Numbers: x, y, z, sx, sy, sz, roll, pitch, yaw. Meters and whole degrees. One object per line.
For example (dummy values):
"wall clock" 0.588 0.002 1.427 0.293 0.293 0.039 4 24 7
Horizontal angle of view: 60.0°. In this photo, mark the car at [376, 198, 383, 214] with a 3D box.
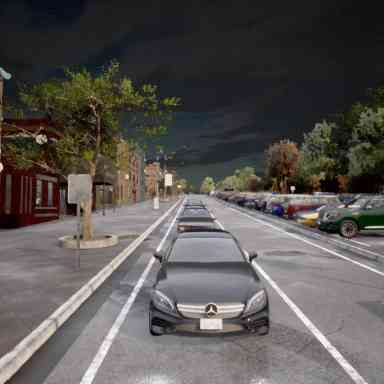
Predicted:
"car" 22.435 1.444 34.640 5.366 1.575 1.946 0 0 0

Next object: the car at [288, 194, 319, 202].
"car" 21.863 1.209 65.173 5.366 1.575 1.946 0 0 0

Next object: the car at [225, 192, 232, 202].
"car" 8.987 1.279 61.886 4.674 1.452 2.002 0 1 0

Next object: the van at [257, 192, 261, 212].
"van" 9.293 1.222 33.848 4.442 1.987 1.878 0 0 0

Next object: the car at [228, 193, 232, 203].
"car" 9.021 1.290 56.280 4.892 1.521 2.231 0 1 0

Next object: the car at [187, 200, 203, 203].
"car" 0.233 1.442 29.851 2.128 1.511 4.902 0 0 0

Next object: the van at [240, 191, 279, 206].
"van" 9.218 1.163 45.068 4.442 1.987 1.878 0 0 0

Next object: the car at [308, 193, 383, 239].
"car" 9.260 1.221 17.025 5.566 2.045 2.435 0 0 0

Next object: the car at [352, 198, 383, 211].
"car" 22.243 1.452 40.194 4.792 1.488 2.163 0 0 0

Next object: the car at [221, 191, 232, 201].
"car" 8.943 0.963 64.687 5.566 2.045 2.435 0 1 0

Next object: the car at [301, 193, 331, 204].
"car" 22.116 1.135 59.623 4.553 1.767 2.185 0 1 0

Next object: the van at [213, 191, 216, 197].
"van" 8.687 0.764 89.914 4.442 1.987 1.878 0 1 0

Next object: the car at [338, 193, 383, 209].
"car" 22.167 1.153 42.966 5.566 2.045 2.435 0 0 0

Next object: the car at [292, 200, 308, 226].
"car" 9.084 1.466 19.828 5.366 1.575 1.946 0 0 0

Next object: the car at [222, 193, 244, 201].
"car" 8.884 1.014 73.097 4.553 1.767 2.185 0 1 0

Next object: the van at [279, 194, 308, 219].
"van" 9.349 1.237 25.436 4.442 1.987 1.878 0 0 0

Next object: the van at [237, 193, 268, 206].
"van" 9.181 1.113 50.672 4.442 1.987 1.878 0 1 0

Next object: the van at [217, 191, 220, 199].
"van" 8.762 0.864 78.702 4.442 1.987 1.878 0 1 0

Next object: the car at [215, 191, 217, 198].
"car" 8.855 1.064 81.508 5.008 1.535 2.097 0 1 0

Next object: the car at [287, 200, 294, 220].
"car" 9.253 1.506 22.632 4.674 1.452 2.002 0 0 0

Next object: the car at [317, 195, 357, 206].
"car" 22.326 1.332 51.297 5.366 1.575 1.946 0 1 0

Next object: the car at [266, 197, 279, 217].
"car" 9.208 1.460 28.239 5.008 1.535 2.097 0 0 0

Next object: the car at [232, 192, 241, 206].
"car" 9.055 1.113 47.867 5.566 2.045 2.435 0 1 0

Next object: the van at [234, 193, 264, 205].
"van" 9.163 1.088 53.475 4.442 1.987 1.878 0 1 0

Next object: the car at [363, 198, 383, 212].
"car" 22.203 1.468 37.410 4.792 1.488 2.163 0 0 0

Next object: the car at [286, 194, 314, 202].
"car" 22.036 1.188 67.951 4.892 1.521 2.231 0 1 0

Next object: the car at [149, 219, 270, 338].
"car" 0.256 1.524 6.824 1.812 1.442 4.674 0 0 0

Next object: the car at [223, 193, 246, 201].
"car" 8.903 1.039 70.294 4.553 1.767 2.185 0 1 0

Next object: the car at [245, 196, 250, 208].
"car" 9.136 1.465 39.458 4.674 1.452 2.002 0 0 0

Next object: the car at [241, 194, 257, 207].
"car" 9.127 1.408 42.261 4.892 1.521 2.231 0 0 0

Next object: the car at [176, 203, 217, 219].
"car" 0.201 1.532 17.403 2.033 1.411 5.357 0 0 0

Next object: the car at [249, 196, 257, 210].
"car" 9.187 1.470 36.651 4.792 1.488 2.163 0 0 0

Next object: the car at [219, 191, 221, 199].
"car" 8.924 0.938 67.490 5.566 2.045 2.435 0 1 0

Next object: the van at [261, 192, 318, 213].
"van" 9.078 1.230 31.045 4.442 1.987 1.878 0 0 0
